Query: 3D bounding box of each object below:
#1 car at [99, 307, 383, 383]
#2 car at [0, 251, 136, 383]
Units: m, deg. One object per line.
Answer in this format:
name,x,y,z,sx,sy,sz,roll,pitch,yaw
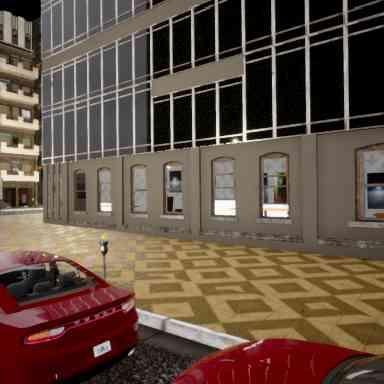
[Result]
car,1.796,1.545,1.603,4.507,1.381,1.887,0,-1,36
car,-2.774,1.546,4.869,4.507,1.381,1.887,0,-1,36
